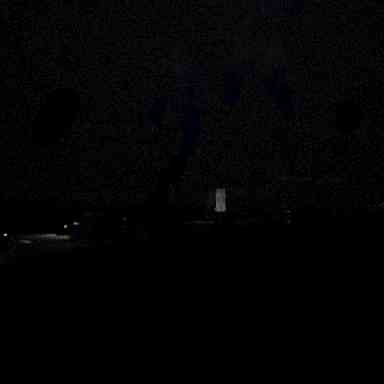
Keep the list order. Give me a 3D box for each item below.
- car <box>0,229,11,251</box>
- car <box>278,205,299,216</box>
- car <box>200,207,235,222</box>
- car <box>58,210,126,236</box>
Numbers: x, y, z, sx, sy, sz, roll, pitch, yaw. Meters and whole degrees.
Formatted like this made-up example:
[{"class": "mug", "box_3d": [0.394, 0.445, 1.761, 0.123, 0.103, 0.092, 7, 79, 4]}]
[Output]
[{"class": "car", "box_3d": [-9.035, 1.635, 11.668, 2.128, 1.511, 4.902, 1, 0, 35]}, {"class": "car", "box_3d": [14.447, 2.747, 49.590, 1.837, 1.490, 4.892, 1, -1, 35]}, {"class": "car", "box_3d": [2.622, 2.201, 33.054, 1.994, 1.385, 4.181, 1, -1, 35]}, {"class": "car", "box_3d": [-6.110, 1.839, 20.729, 1.994, 1.385, 4.181, 1, 0, 36]}]
